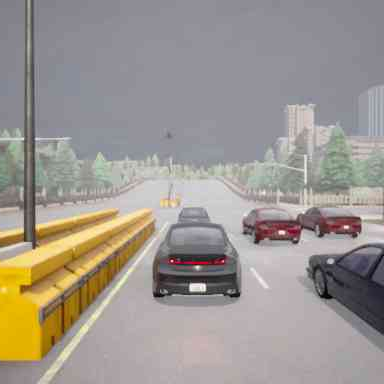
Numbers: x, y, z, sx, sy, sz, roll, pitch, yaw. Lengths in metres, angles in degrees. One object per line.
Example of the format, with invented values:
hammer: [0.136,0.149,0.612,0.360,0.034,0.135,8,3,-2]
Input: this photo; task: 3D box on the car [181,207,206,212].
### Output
car: [0.091,1.538,18.232,2.033,1.411,5.357,0,0,0]

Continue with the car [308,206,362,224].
car: [7.091,1.469,17.758,1.882,1.535,5.008,0,0,0]

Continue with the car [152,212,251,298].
car: [0.099,1.500,8.501,1.837,1.490,4.892,0,0,0]

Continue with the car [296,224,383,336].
car: [3.593,1.545,5.369,2.033,1.411,5.357,0,0,0]

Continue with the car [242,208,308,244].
car: [3.593,1.470,15.770,1.882,1.535,5.008,0,0,0]
